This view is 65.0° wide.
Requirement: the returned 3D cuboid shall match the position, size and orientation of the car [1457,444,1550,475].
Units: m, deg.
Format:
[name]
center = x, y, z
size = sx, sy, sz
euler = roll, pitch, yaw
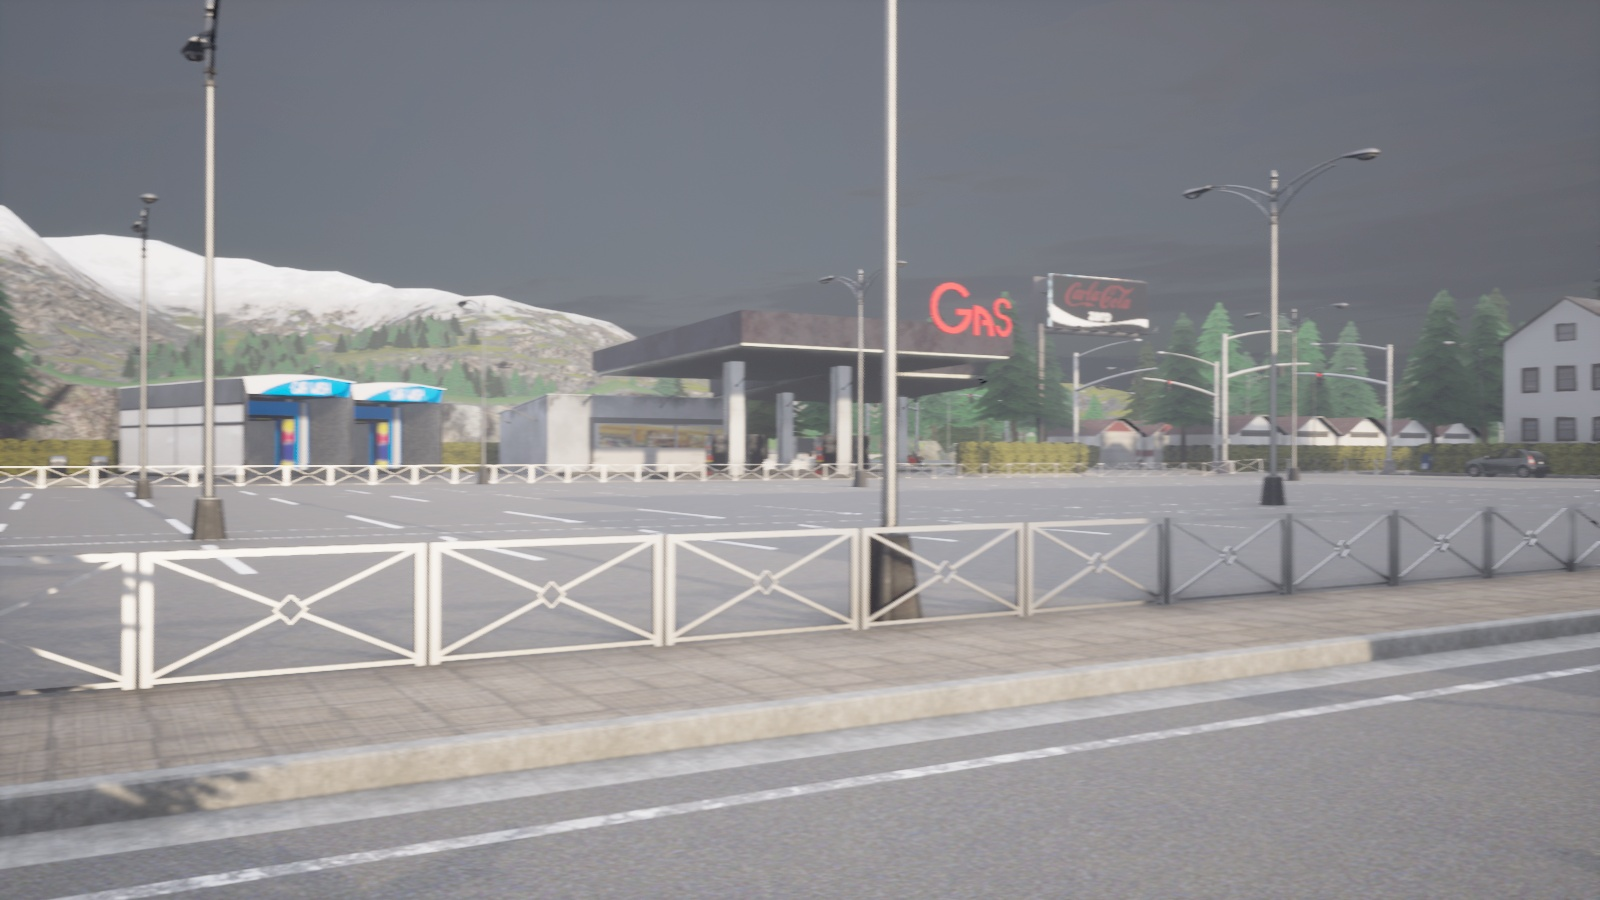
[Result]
[car]
center = 37.986, 0.513, 67.877
size = 1.851, 1.617, 3.988
euler = 0, 0, -30
